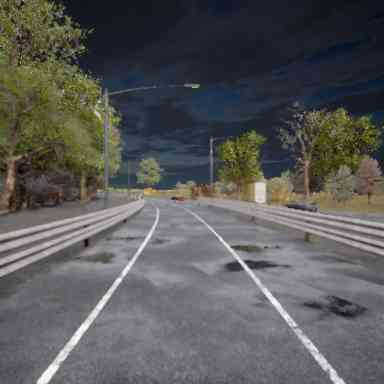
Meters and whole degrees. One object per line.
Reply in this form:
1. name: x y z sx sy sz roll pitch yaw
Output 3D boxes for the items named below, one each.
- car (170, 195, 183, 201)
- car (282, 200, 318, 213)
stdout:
1. car: -3.728 1.446 79.194 1.882 1.535 5.008 0 0 -22
2. car: 12.569 1.677 38.934 2.128 1.511 4.902 0 0 -22
